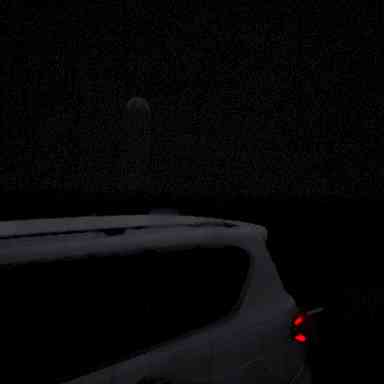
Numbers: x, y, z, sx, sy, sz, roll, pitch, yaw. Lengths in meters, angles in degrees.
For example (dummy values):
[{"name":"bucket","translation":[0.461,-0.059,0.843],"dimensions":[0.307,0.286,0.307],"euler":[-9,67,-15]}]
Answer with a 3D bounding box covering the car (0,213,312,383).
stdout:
[{"name":"car","translation":[-1.654,1.221,1.892],"dimensions":[5.566,2.045,2.150],"euler":[0,0,-35]}]
